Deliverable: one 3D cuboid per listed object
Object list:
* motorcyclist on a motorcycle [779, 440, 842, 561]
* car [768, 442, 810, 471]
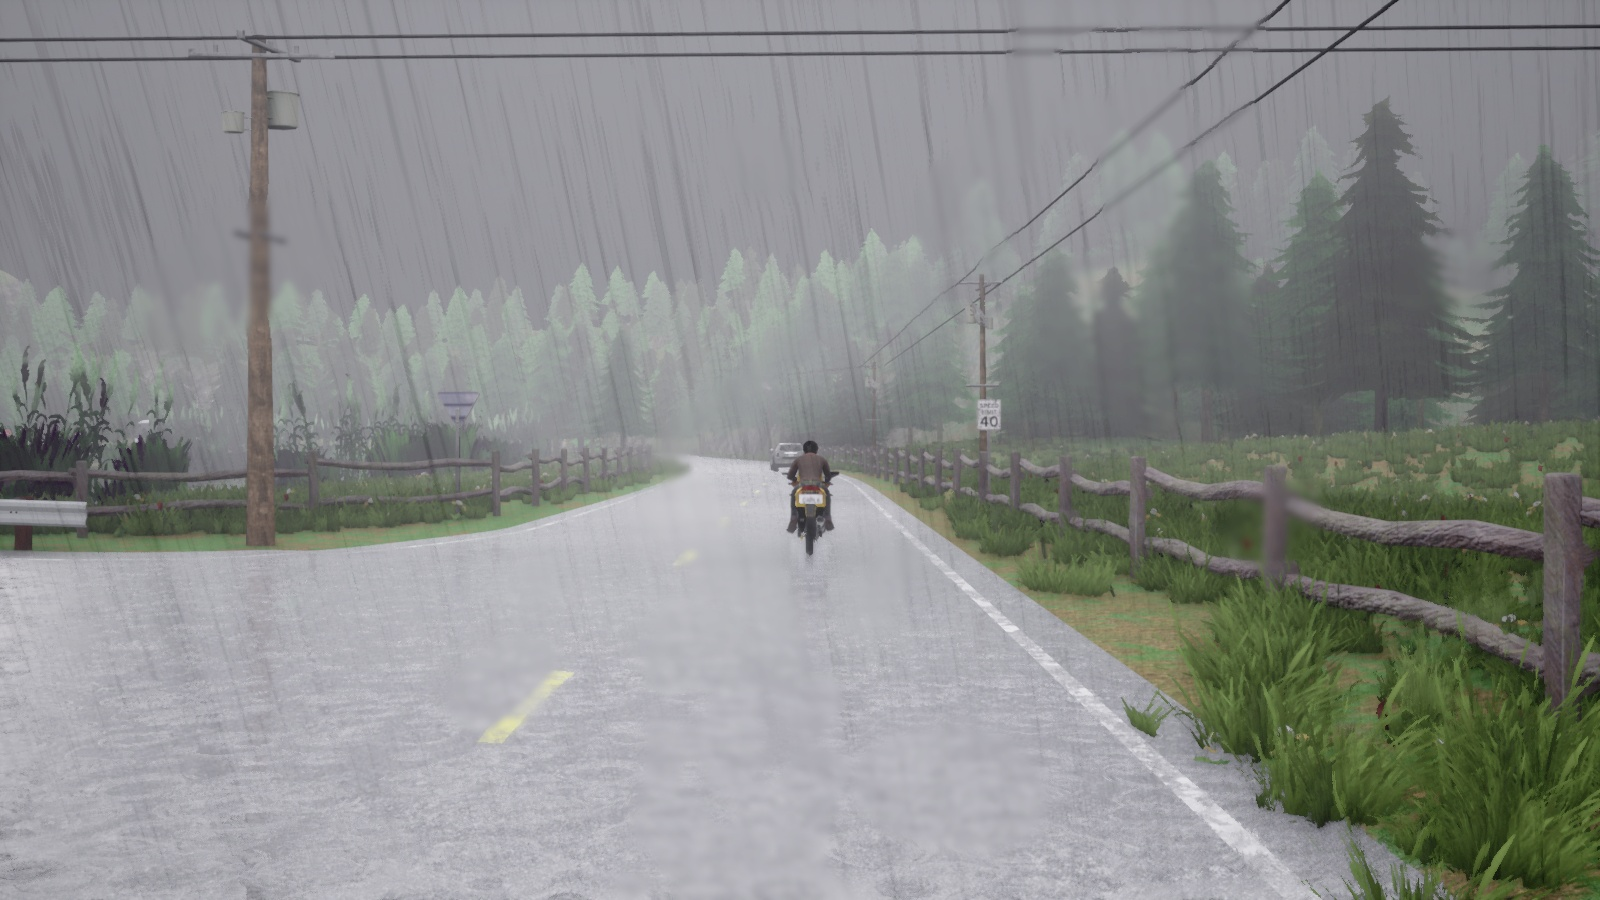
[{"bbox_3d":[0.140,0.632,16.880,0.797,1.523,2.044,0,0,0],"label":"motorcyclist on a motorcycle"},{"bbox_3d":[-0.609,0.329,66.921,1.970,1.475,3.806,0,0,-4],"label":"car"}]
